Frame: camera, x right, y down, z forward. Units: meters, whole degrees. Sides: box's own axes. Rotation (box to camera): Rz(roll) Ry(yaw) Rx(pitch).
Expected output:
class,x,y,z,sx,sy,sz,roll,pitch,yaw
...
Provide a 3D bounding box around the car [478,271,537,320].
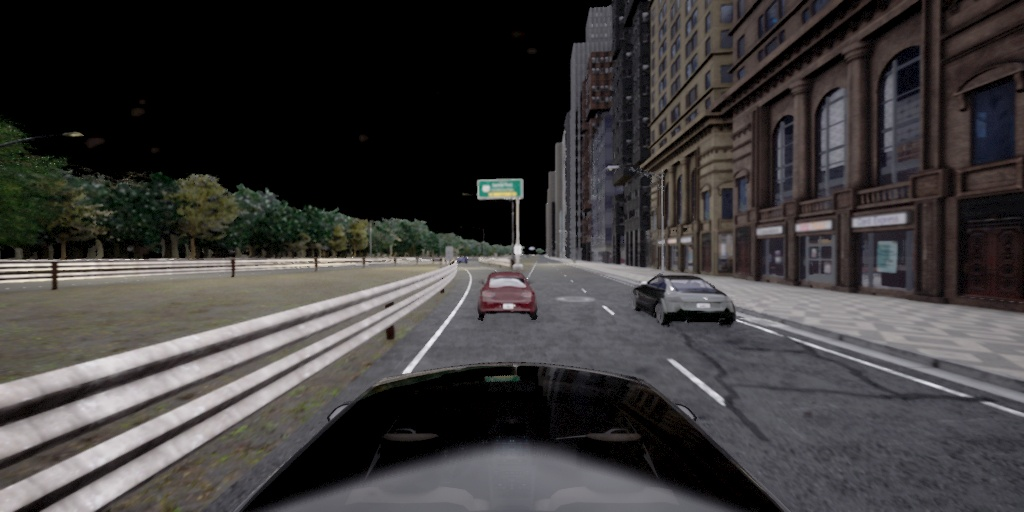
class,x,y,z,sx,sy,sz,roll,pitch,yaw
car,-0.200,1.253,12.469,1.812,1.442,4.674,1,0,-2

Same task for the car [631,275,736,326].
class,x,y,z,sx,sy,sz,roll,pitch,yaw
car,5.235,1.283,11.511,1.994,1.385,4.181,0,0,4
